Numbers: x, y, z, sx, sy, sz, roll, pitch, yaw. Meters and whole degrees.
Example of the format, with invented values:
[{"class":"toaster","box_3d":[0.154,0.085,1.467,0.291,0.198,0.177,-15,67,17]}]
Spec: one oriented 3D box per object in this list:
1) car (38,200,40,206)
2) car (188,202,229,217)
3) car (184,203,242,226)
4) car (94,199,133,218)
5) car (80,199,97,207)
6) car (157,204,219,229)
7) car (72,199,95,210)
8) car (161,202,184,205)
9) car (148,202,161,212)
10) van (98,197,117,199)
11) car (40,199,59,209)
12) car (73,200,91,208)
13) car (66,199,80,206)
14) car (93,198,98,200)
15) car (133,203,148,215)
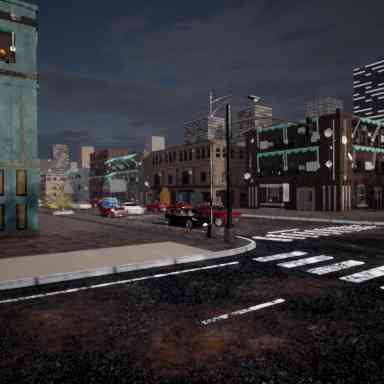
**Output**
[{"class":"car","box_3d":[-30.900,2.375,66.721,2.008,1.369,4.403,-1,0,-36]},{"class":"car","box_3d":[1.677,1.810,35.581,2.008,1.369,4.403,-2,0,-36]},{"class":"car","box_3d":[1.722,1.701,25.577,1.882,1.535,5.008,-1,0,-36]},{"class":"car","box_3d":[-8.361,1.846,35.206,1.967,1.590,4.097,-1,0,-36]},{"class":"car","box_3d":[-20.864,2.227,67.095,1.887,1.381,4.507,-1,0,-36]},{"class":"car","box_3d":[-0.384,1.814,23.849,1.947,1.339,4.313,-2,0,-36]},{"class":"car","box_3d":[-17.473,2.194,52.581,1.895,1.301,4.718,-1,0,-35]},{"class":"car","box_3d":[-1.543,1.904,40.084,1.802,1.307,4.206,-2,0,-36]},{"class":"car","box_3d":[-4.762,1.966,44.585,1.802,1.307,4.206,-2,0,-36]},{"class":"van","box_3d":[-14.429,1.907,58.091,1.690,1.788,3.998,-1,0,-36]},{"class":"car","box_3d":[-24.361,2.232,57.578,1.752,1.417,4.829,-1,0,-36]},{"class":"car","box_3d":[-20.586,2.230,62.268,1.994,1.385,4.181,-1,0,-36]},{"class":"car","box_3d":[-27.305,2.364,76.100,1.947,1.339,4.313,-1,0,-36]},{"class":"car","box_3d":[-17.650,1.939,62.593,2.192,1.841,5.009,-1,0,-36]},{"class":"car","box_3d":[-7.206,1.924,38.072,1.812,1.442,4.674,-1,0,-36]}]
